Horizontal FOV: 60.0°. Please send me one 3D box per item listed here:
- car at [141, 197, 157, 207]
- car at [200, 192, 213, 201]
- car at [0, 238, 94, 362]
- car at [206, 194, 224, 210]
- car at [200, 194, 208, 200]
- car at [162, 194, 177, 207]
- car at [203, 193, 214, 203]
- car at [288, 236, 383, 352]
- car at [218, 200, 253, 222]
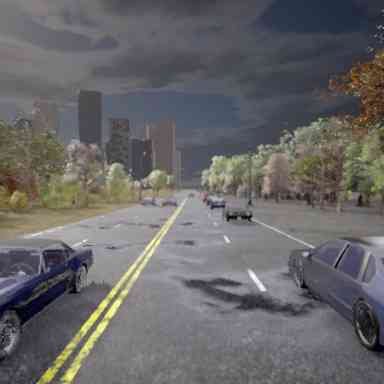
[{"bbox_3d":[-6.567,1.424,50.590,1.812,1.442,4.674,0,0,0],"label":"car"},{"bbox_3d":[3.211,1.066,63.648,2.150,2.045,5.566,0,0,0],"label":"car"},{"bbox_3d":[-3.350,1.592,5.990,1.895,1.301,4.718,0,0,0],"label":"car"},{"bbox_3d":[3.256,1.422,41.629,2.163,1.488,4.792,0,0,0],"label":"car"},{"bbox_3d":[3.139,1.225,85.628,1.882,1.535,5.008,0,0,0],"label":"car"},{"bbox_3d":[-3.320,1.253,49.742,2.097,1.767,4.553,0,0,0],"label":"car"},{"bbox_3d":[3.246,1.391,52.647,2.163,1.488,4.792,0,0,0],"label":"car"},{"bbox_3d":[3.351,1.536,6.066,2.033,1.411,5.357,0,0,0],"label":"car"},{"bbox_3d":[3.357,1.554,25.718,1.895,1.301,4.718,0,0,0],"label":"car"}]
